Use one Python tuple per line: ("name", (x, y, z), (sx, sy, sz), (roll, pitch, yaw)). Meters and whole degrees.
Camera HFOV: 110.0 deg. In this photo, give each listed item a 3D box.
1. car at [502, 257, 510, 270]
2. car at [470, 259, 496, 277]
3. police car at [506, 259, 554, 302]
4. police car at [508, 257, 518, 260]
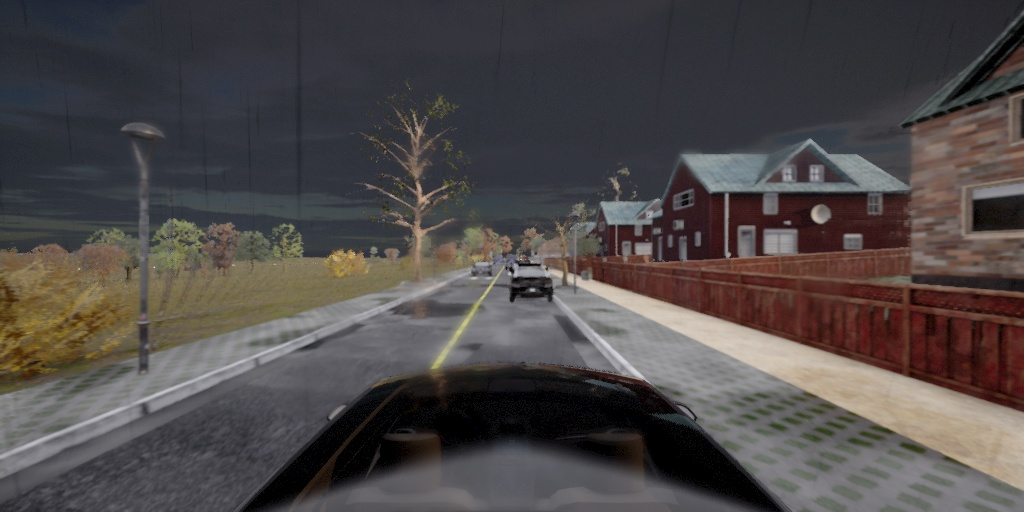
("car", (-0.011, 1.239, 52.380), (1.994, 1.385, 4.181), (0, 0, 0))
("car", (-2.853, 1.222, 34.806), (1.812, 1.442, 4.674), (0, 0, 0))
("police car", (0.819, 1.148, 16.957), (1.930, 1.638, 5.238), (0, 0, 0))
("police car", (0.816, 1.132, 26.957), (1.930, 1.638, 5.238), (0, 0, 0))
